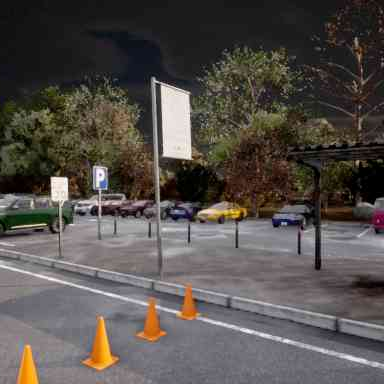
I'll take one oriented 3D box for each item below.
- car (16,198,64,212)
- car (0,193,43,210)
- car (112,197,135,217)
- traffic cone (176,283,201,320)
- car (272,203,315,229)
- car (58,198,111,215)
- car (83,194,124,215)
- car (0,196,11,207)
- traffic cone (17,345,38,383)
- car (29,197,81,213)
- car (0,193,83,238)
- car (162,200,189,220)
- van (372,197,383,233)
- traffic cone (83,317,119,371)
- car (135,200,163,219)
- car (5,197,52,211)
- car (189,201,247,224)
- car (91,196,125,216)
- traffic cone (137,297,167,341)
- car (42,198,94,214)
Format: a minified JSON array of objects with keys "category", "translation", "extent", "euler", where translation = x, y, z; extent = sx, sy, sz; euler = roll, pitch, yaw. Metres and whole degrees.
[{"category":"car","translation":[-18.023,1.469,39.661],"extent":[2.163,1.488,4.792],"euler":[0,0,35]},{"category":"car","translation":[-22.569,1.153,42.854],"extent":[2.435,2.045,5.566],"euler":[0,0,35]},{"category":"car","translation":[-4.373,1.469,30.120],"extent":[2.097,1.535,5.008],"euler":[0,0,35]},{"category":"traffic cone","translation":[-0.057,1.957,6.044],"extent":[0.340,0.580,0.340],"euler":[0,0,36]},{"category":"car","translation":[6.965,1.513,22.117],"extent":[2.163,1.488,4.792],"euler":[0,0,35]},{"category":"car","translation":[-11.194,1.461,34.895],"extent":[2.231,1.521,4.892],"euler":[0,0,35]},{"category":"car","translation":[-8.936,1.212,33.282],"extent":[2.435,2.045,5.566],"euler":[0,0,35]},{"category":"car","translation":[-29.263,1.332,47.816],"extent":[1.946,1.575,5.366],"euler":[1,0,35]},{"category":"traffic cone","translation":[-1.781,1.957,3.595],"extent":[0.340,0.580,0.340],"euler":[0,0,35]},{"category":"car","translation":[-15.631,1.444,38.243],"extent":[1.946,1.575,5.366],"euler":[0,0,35]},{"category":"car","translation":[-8.925,1.221,17.293],"extent":[2.435,2.045,5.566],"euler":[0,0,35]},{"category":"car","translation":[0.183,1.504,26.950],"extent":[2.163,1.488,4.792],"euler":[0,0,35]},{"category":"van","translation":[11.591,1.264,19.047],"extent":[1.878,1.987,4.442],"euler":[0,0,35]},{"category":"traffic cone","translation":[-1.207,1.957,4.412],"extent":[0.340,0.580,0.340],"euler":[0,0,35]},{"category":"car","translation":[-2.101,1.473,28.526],"extent":[2.231,1.521,4.892],"euler":[0,0,35]},{"category":"car","translation":[-20.267,1.452,41.307],"extent":[2.163,1.488,4.792],"euler":[0,0,35]},{"category":"car","translation":[2.331,1.475,25.179],"extent":[1.946,1.575,5.366],"euler":[0,0,35]},{"category":"car","translation":[-6.645,1.466,31.715],"extent":[2.097,1.535,5.008],"euler":[0,0,35]},{"category":"traffic cone","translation":[-0.632,1.957,5.229],"extent":[0.340,0.580,0.340],"euler":[0,0,35]},{"category":"car","translation":[-13.467,1.455,36.492],"extent":[2.097,1.535,5.008],"euler":[0,0,35]}]
